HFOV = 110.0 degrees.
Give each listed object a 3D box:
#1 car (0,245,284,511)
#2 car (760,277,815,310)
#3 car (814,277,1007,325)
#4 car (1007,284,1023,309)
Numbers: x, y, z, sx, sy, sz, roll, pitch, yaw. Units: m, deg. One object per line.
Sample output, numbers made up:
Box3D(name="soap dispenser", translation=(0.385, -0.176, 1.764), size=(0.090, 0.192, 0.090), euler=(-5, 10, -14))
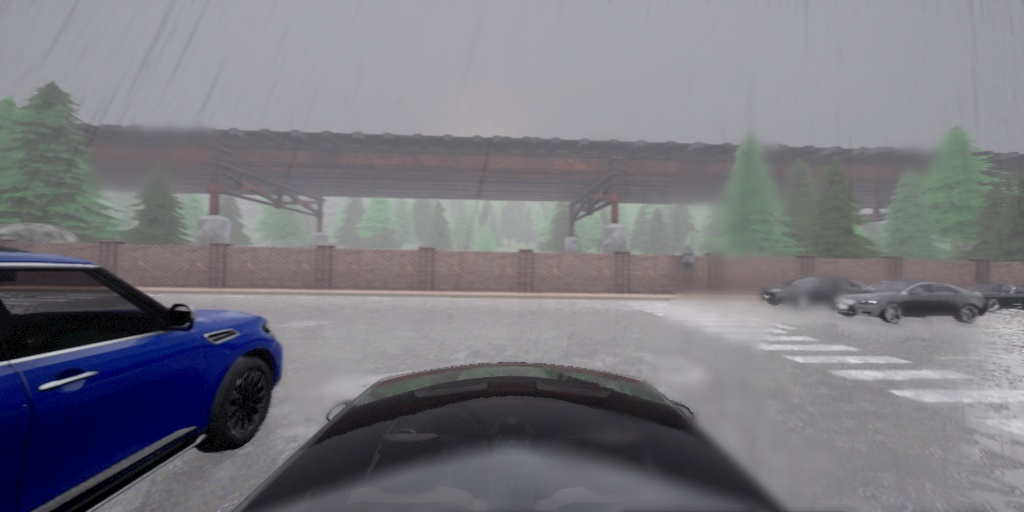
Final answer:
Box3D(name="car", translation=(-3.615, 0.908, 1.895), size=(2.150, 2.045, 5.566), euler=(1, 0, -5))
Box3D(name="car", translation=(14.484, 1.731, 17.058), size=(4.892, 1.490, 1.837), euler=(1, -1, -3))
Box3D(name="car", translation=(14.848, 1.678, 13.574), size=(4.902, 1.511, 2.128), euler=(1, -1, -3))
Box3D(name="car", translation=(23.722, 2.008, 17.559), size=(4.718, 1.301, 1.895), euler=(1, -1, -3))
